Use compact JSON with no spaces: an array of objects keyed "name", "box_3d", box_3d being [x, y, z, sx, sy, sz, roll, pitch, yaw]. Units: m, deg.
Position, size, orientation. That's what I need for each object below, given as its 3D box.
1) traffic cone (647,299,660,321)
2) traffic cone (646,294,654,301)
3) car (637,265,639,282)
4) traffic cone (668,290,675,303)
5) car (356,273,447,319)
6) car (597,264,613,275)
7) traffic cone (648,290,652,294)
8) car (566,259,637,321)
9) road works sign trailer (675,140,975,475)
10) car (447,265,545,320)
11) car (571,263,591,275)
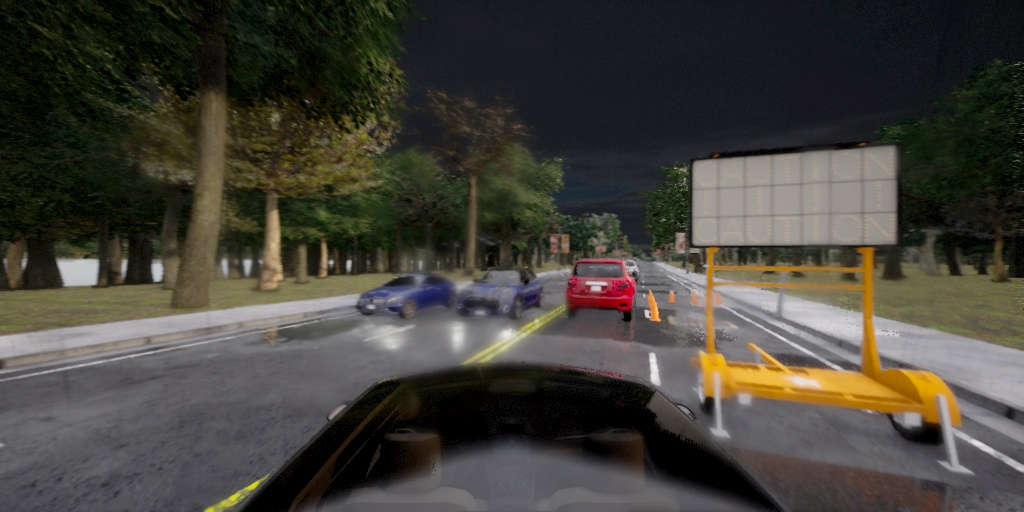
[{"name":"traffic cone","box_3d":[4.830,1.869,12.139,0.340,0.580,0.340,0,0,20]},{"name":"traffic cone","box_3d":[5.499,1.896,14.024,0.340,0.580,0.340,0,0,20]},{"name":"car","box_3d":[11.257,1.431,35.323,2.150,2.045,5.566,0,-1,20]},{"name":"traffic cone","box_3d":[7.779,1.953,17.459,0.340,0.580,0.340,0,0,20]},{"name":"car","box_3d":[-3.667,1.375,13.498,1.812,1.442,4.674,0,-1,20]},{"name":"car","box_3d":[13.307,1.902,51.065,1.812,1.442,4.674,0,0,20]},{"name":"traffic cone","box_3d":[6.168,1.922,15.908,0.340,0.580,0.340,0,0,20]},{"name":"car","box_3d":[3.515,1.140,13.694,2.150,2.045,5.566,0,-1,20]},{"name":"road works sign trailer","box_3d":[3.792,0.289,5.081,2.380,3.560,2.880,0,0,20]},{"name":"car","box_3d":[-0.254,1.232,13.394,2.097,1.767,4.553,0,-1,20]},{"name":"car","box_3d":[9.972,1.843,51.406,2.128,1.511,4.902,0,0,20]}]
